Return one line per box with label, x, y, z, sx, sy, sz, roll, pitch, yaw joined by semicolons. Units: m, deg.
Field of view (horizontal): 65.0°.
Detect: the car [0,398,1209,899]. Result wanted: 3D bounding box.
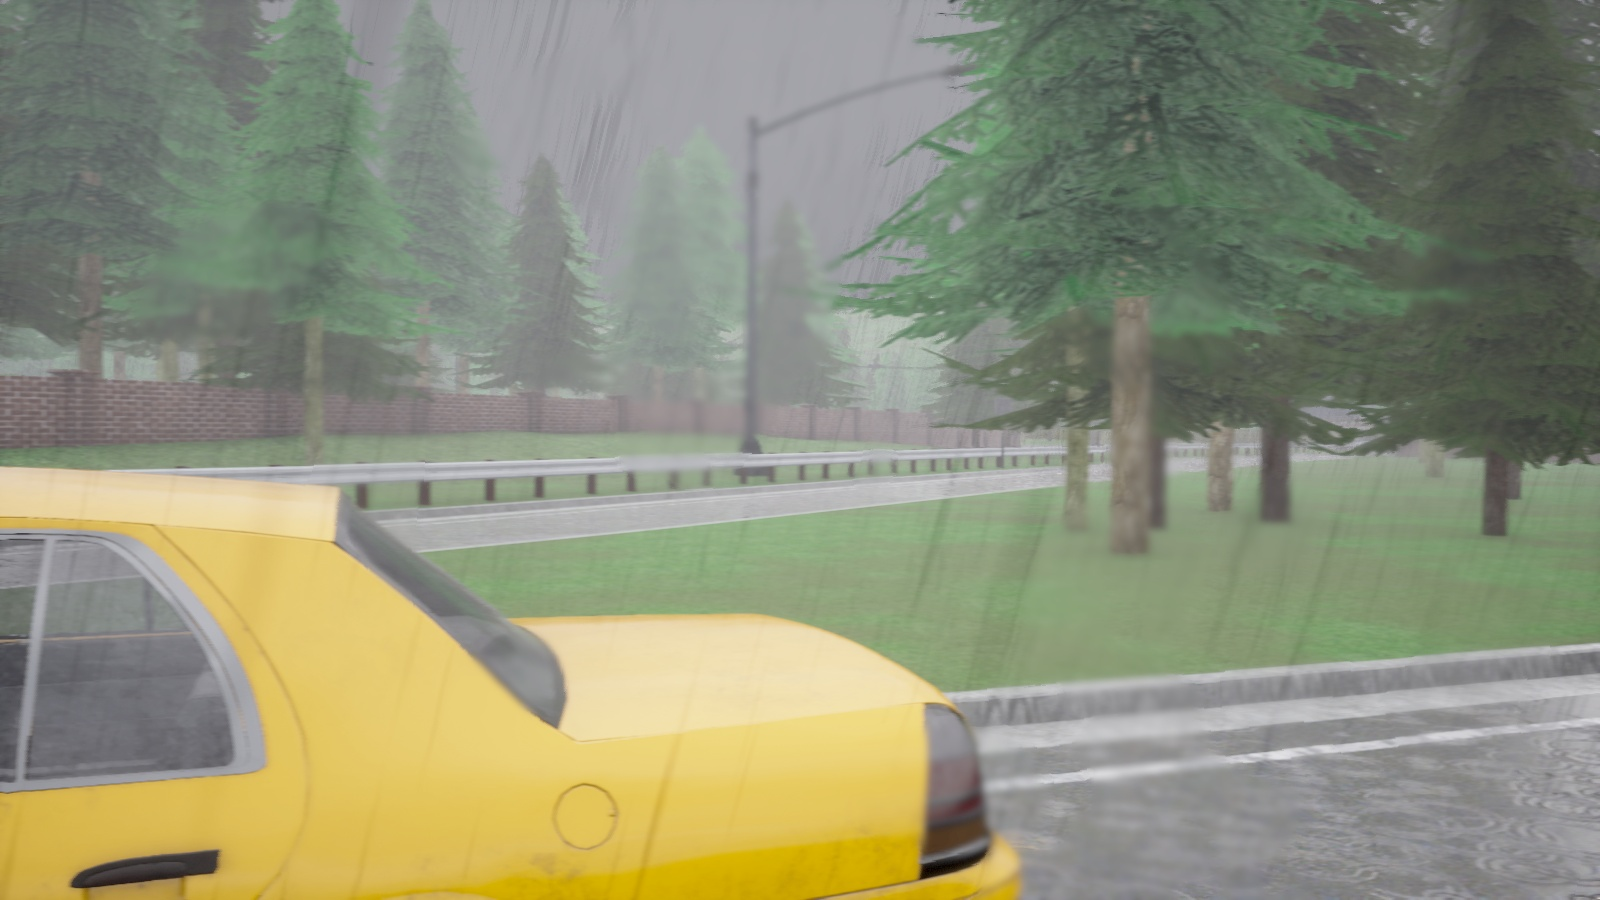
car;-1.983;0.719;2.484;5.366;1.575;1.801;-1;1;-21
